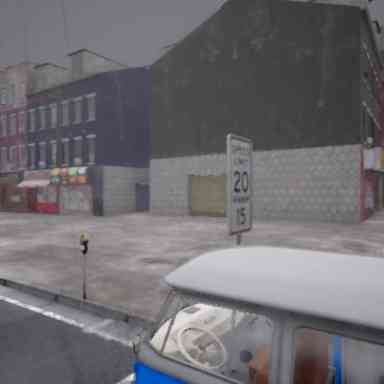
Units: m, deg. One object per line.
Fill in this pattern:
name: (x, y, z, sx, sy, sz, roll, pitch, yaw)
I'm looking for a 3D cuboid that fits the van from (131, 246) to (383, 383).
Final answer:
van: (1.417, 1.329, 1.832, 3.998, 1.788, 1.690, 0, 0, 34)
